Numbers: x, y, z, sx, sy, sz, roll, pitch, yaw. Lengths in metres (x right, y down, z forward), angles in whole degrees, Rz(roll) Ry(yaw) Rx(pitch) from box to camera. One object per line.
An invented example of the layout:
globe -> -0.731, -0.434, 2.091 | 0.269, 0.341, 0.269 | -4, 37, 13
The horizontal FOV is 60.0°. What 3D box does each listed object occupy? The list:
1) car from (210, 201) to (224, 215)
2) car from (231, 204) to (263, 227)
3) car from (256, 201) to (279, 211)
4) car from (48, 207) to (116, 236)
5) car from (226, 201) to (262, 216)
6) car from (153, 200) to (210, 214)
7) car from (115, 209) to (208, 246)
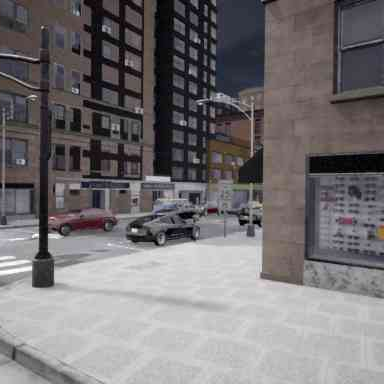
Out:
car -> 1.379, 1.644, 34.797 | 1.967, 1.590, 4.097 | 0, 0, 36
car -> 5.085, 1.850, 25.355 | 1.947, 1.339, 4.313 | 0, 0, 36
car -> 11.011, 1.930, 48.180 | 1.802, 1.307, 4.206 | 0, 0, 36
car -> -6.479, 1.633, 19.474 | 1.812, 1.442, 4.674 | 1, 0, 37
car -> 5.084, 1.812, 35.530 | 2.033, 1.411, 5.357 | 1, 0, 36
car -> -1.015, 1.672, 27.066 | 2.128, 1.511, 4.902 | 1, 0, 36
car -> -1.338, 1.764, 16.433 | 1.947, 1.339, 4.313 | 0, 0, 36
